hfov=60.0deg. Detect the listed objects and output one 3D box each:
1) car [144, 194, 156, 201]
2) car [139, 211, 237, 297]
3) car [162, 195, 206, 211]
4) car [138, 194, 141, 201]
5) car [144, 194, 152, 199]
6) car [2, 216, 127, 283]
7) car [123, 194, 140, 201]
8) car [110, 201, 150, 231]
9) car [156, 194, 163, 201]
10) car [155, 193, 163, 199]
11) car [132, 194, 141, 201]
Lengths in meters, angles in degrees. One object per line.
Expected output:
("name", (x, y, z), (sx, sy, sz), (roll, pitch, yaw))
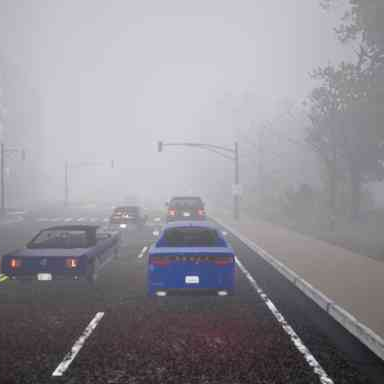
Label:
("car", (-10.525, 1.387, 82.512), (1.882, 1.535, 5.008), (0, 0, -10))
("car", (-0.046, 1.475, 8.649), (1.882, 1.535, 5.008), (0, 0, -1))
("car", (-0.382, 1.213, 19.151), (2.150, 2.045, 5.566), (0, 0, -2))
("car", (-11.236, 1.295, 65.658), (2.097, 1.767, 4.553), (0, 0, -7))
("car", (-12.407, 1.278, 92.803), (1.994, 1.385, 4.181), (0, 0, -11))
("car", (-3.318, 1.598, 9.611), (1.895, 1.301, 4.718), (0, 0, -1))
("car", (-9.518, 1.491, 51.181), (1.812, 1.442, 4.674), (0, 0, -6))
("car", (-3.659, 1.497, 19.611), (1.837, 1.490, 4.892), (0, 0, -2))
("car", (-7.390, 1.382, 83.443), (1.882, 1.535, 5.008), (0, 0, -10))
("car", (-9.213, 1.200, 93.404), (1.882, 1.535, 5.008), (0, 0, -11))
("car", (-13.494, 1.264, 80.570), (2.097, 1.767, 4.553), (0, 0, -9))
